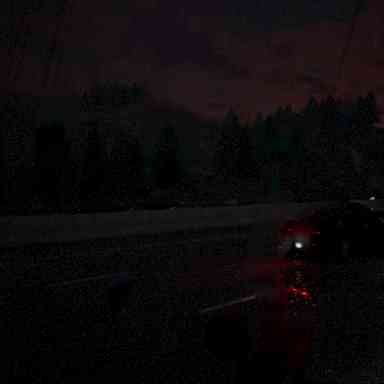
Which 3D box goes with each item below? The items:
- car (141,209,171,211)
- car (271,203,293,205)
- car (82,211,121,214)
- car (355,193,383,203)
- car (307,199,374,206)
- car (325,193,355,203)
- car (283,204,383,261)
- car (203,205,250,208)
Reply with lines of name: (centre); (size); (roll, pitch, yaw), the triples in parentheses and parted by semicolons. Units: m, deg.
car: (-3.408, 1.321, 31.632); (4.902, 1.511, 2.128); (-1, 0, -35)
car: (9.732, 1.184, 32.383); (5.008, 1.535, 1.882); (0, 0, -35)
car: (-8.853, 1.440, 32.052); (4.181, 1.385, 1.994); (-1, 0, -35)
car: (29.336, 0.932, 54.877); (5.357, 1.411, 2.033); (-1, 0, -35)
car: (8.798, 1.281, 18.608); (5.008, 1.535, 1.882); (-1, 0, -35)
car: (24.998, 0.967, 56.086); (5.357, 1.411, 2.033); (-1, 0, -35)
car: (5.304, 1.383, 11.820); (4.892, 1.490, 1.837); (-1, 0, -35)
car: (3.269, 1.315, 32.080); (5.357, 1.411, 2.033); (-1, 0, -35)
